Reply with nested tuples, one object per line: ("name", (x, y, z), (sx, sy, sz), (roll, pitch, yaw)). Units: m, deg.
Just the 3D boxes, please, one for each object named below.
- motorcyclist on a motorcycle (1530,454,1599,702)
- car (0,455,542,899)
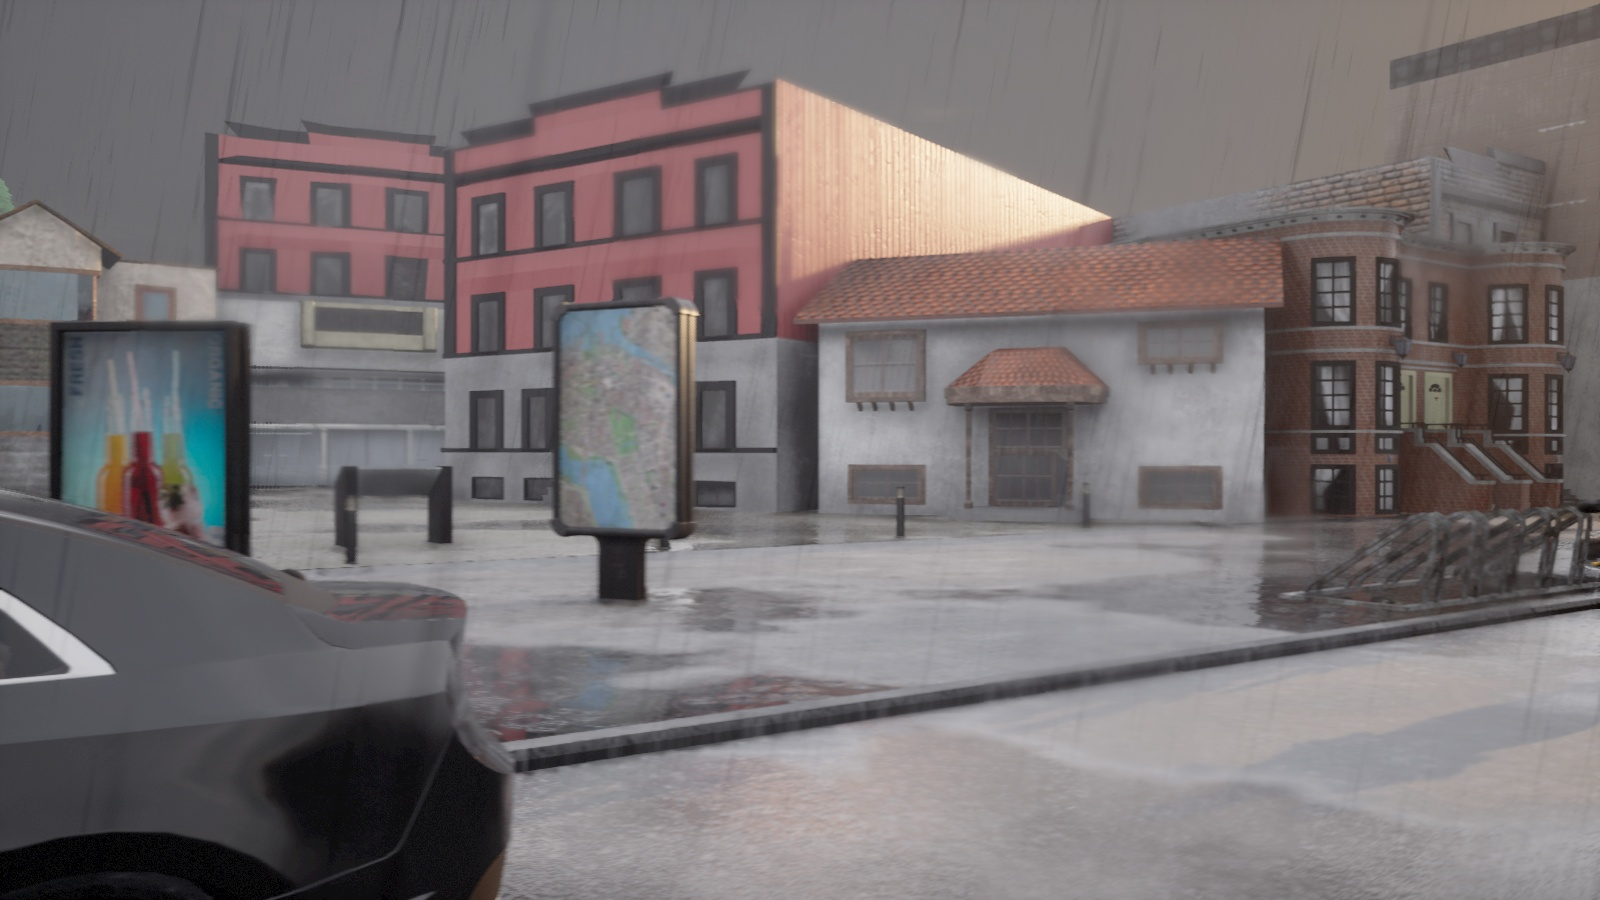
("motorcyclist on a motorcycle", (5.839, 0.788, 8.333), (2.191, 1.530, 0.866), (0, 0, -35))
("car", (-3.099, 0.761, 2.110), (4.892, 1.490, 1.837), (0, 0, -35))
